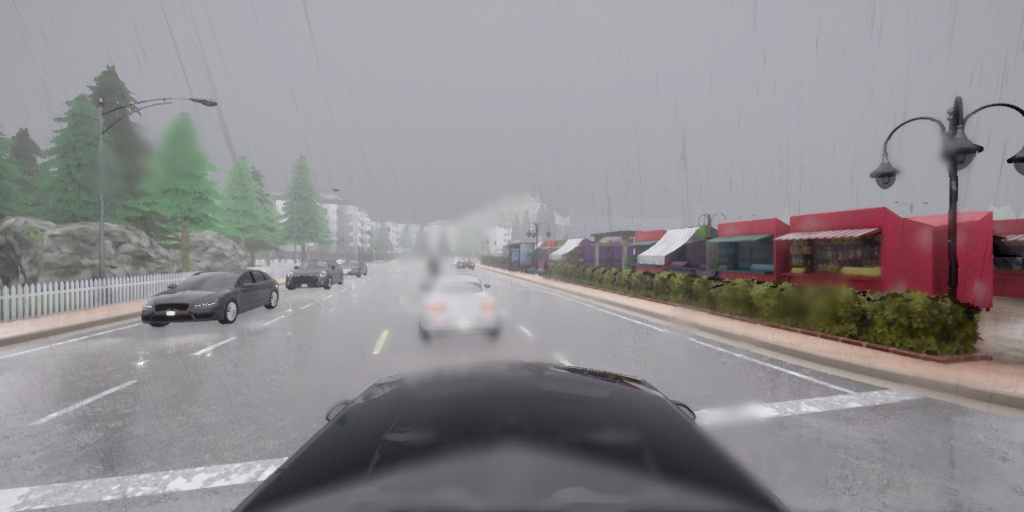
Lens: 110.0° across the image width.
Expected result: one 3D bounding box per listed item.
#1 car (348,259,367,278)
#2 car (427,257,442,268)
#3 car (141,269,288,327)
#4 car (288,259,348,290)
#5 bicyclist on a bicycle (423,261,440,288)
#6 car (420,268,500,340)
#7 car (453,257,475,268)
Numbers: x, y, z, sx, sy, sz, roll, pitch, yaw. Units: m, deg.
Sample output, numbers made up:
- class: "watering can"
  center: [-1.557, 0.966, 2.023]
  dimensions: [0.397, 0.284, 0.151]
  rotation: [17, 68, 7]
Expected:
- class: "car"
  center: [-13.652, 1.030, 30.679]
  dimensions: [2.128, 1.511, 4.902]
  rotation: [0, 0, -13]
- class: "car"
  center: [-10.959, 0.892, 50.798]
  dimensions: [1.837, 1.490, 4.892]
  rotation: [0, 0, -13]
- class: "car"
  center: [-9.210, 1.189, 11.466]
  dimensions: [1.837, 1.490, 4.892]
  rotation: [0, 0, -13]
- class: "car"
  center: [-11.433, 0.963, 21.062]
  dimensions: [2.097, 1.767, 4.553]
  rotation: [0, 0, -13]
- class: "bicyclist on a bicycle"
  center: [-4.349, 1.076, 19.612]
  dimensions: [0.582, 1.620, 1.656]
  rotation: [0, 1, 25]
- class: "car"
  center: [-1.494, 1.224, 9.769]
  dimensions: [1.812, 1.442, 4.674]
  rotation: [0, 0, -12]
- class: "car"
  center: [-5.712, 1.043, 43.749]
  dimensions: [1.895, 1.301, 4.718]
  rotation: [0, 0, -13]
